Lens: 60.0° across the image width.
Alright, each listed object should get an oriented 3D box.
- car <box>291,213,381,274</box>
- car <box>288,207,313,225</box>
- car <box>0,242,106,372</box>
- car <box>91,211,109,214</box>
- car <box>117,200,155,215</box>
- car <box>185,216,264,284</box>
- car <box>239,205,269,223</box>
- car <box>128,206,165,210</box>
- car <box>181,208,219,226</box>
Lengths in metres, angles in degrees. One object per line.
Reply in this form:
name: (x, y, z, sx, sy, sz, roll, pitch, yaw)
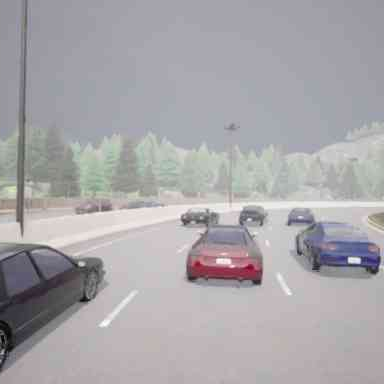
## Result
car: (4.726, 1.700, 11.255, 1.812, 1.442, 4.674, 1, 0, 9)
car: (8.985, 1.942, 27.386, 1.994, 1.385, 4.181, 1, 0, 19)
car: (-3.094, 1.534, 5.302, 2.033, 1.411, 5.357, 1, 0, 5)
car: (-10.476, 1.445, 35.825, 2.097, 1.767, 4.553, 1, 0, 21)
car: (-6.183, 1.707, 37.322, 1.837, 1.490, 4.892, 1, -1, 22)
car: (1.039, 1.662, 10.006, 1.994, 1.385, 4.181, 1, 0, 8)
car: (4.972, 1.804, 26.527, 1.837, 1.490, 4.892, 1, -1, 19)
car: (-4.228, 1.673, 32.581, 2.128, 1.511, 4.902, 1, -1, 21)
car: (0.735, 1.811, 24.910, 1.895, 1.301, 4.718, 1, 0, 17)
